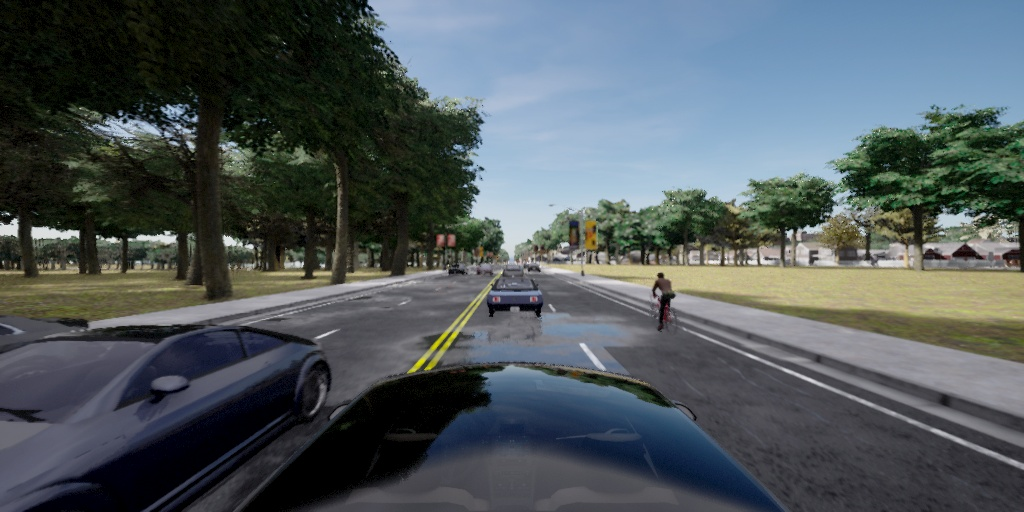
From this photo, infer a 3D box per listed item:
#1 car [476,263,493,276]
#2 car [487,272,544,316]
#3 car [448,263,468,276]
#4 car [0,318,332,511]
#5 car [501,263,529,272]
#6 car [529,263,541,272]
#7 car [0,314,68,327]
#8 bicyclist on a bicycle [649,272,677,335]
[{"bbox_3d":[-3.338,1.646,44.177,1.812,1.442,4.674,0,-1,0],"label":"car"},{"bbox_3d":[0.102,1.451,13.825,1.895,1.301,4.718,0,0,0],"label":"car"},{"bbox_3d":[-6.586,1.597,44.020,1.882,1.535,5.008,0,-1,0],"label":"car"},{"bbox_3d":[-3.349,1.324,2.997,1.994,1.385,4.181,0,0,0],"label":"car"},{"bbox_3d":[0.102,1.494,31.751,2.128,1.511,4.902,0,-1,0],"label":"car"},{"bbox_3d":[3.351,1.773,56.256,1.812,1.442,4.674,0,-1,0],"label":"car"},{"bbox_3d":[-6.599,1.251,2.852,2.128,1.511,4.902,0,0,0],"label":"car"},{"bbox_3d":[4.144,1.270,9.838,0.582,1.620,1.656,0,-1,0],"label":"bicyclist on a bicycle"}]
